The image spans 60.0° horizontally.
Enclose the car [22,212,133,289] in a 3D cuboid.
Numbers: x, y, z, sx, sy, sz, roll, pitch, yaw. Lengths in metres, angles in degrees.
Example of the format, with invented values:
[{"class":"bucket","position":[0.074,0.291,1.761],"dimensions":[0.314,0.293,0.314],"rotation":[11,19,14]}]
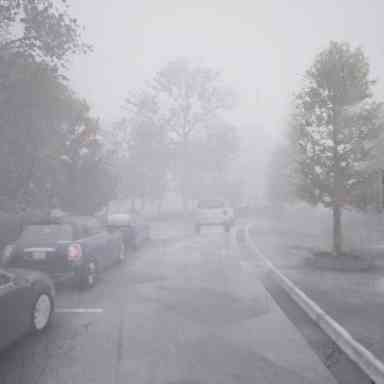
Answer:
[{"class":"car","position":[-3.402,1.471,9.727],"dimensions":[2.185,1.767,4.553],"rotation":[-1,0,2]}]

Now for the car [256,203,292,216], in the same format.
[{"class":"car","position":[9.889,2.040,39.747],"dimensions":[1.837,1.490,4.892],"rotation":[-4,-4,37]}]

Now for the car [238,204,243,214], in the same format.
[{"class":"car","position":[3.412,2.065,36.972],"dimensions":[2.231,1.521,4.892],"rotation":[-3,-2,29]}]

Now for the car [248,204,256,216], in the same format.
[{"class":"car","position":[10.379,2.358,46.163],"dimensions":[2.231,1.521,4.892],"rotation":[-4,-4,42]}]

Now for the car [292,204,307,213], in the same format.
[{"class":"car","position":[14.490,2.513,49.956],"dimensions":[5.008,1.535,2.097],"rotation":[1,-5,-40]}]

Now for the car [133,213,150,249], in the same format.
[{"class":"car","position":[-3.161,1.658,15.427],"dimensions":[2.097,1.535,5.008],"rotation":[0,-1,2]}]

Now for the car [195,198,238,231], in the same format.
[{"class":"car","position":[1.606,1.419,22.126],"dimensions":[2.150,2.045,5.566],"rotation":[-1,-1,11]}]

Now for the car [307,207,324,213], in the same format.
[{"class":"car","position":[19.142,2.616,53.318],"dimensions":[4.892,1.521,2.231],"rotation":[1,-5,-32]}]

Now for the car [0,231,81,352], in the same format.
[{"class":"car","position":[-3.403,1.539,4.017],"dimensions":[2.231,1.521,4.892],"rotation":[0,-1,2]}]
